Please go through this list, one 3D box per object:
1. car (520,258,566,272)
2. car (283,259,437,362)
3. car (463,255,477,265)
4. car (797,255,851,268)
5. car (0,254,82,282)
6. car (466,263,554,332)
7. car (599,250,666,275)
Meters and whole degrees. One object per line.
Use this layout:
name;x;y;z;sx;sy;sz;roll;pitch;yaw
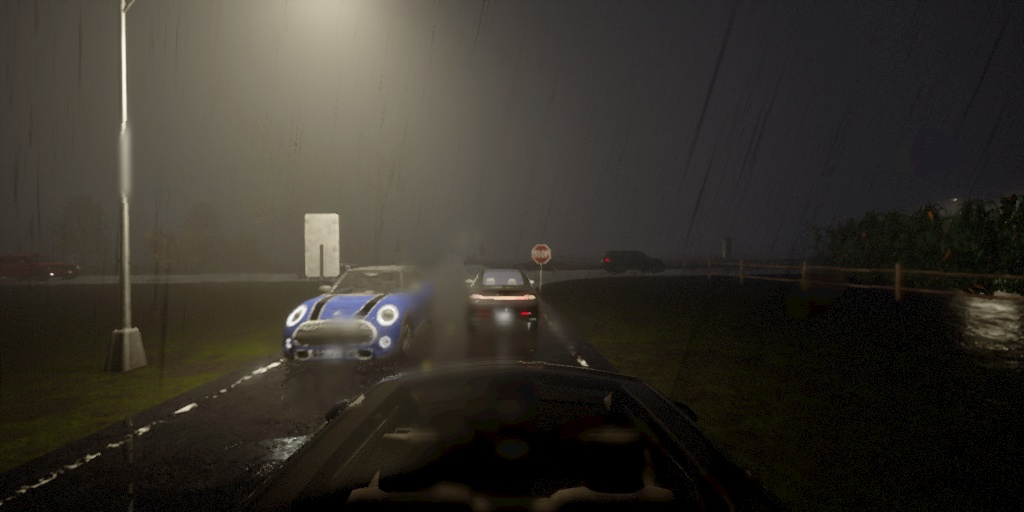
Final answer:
car;2.370;0.847;33.846;5.357;1.411;2.033;-1;1;-6
car;-3.070;1.020;8.206;2.097;1.767;4.553;0;1;-2
car;-6.304;0.639;54.304;1.812;1.442;4.674;0;1;-10
car;33.075;0.570;37.640;5.357;1.411;2.033;-1;1;-7
car;-35.960;0.874;26.776;5.566;2.045;2.150;0;1;-4
car;-0.309;1.131;10.477;2.128;1.511;4.902;0;1;-3
car;10.426;0.507;31.225;5.566;2.045;2.150;-1;0;-8
